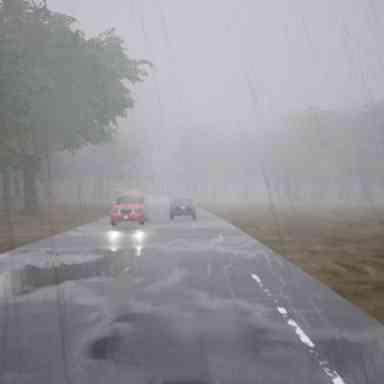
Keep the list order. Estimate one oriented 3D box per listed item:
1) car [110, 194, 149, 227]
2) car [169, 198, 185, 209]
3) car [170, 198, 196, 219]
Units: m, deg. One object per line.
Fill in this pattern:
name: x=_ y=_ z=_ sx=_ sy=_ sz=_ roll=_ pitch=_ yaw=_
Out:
car: x=-4.221 y=1.198 z=23.258 sx=2.150 sy=2.045 sz=5.566 roll=0 pitch=0 yaw=-3
car: x=-2.049 y=1.522 z=44.924 sx=1.895 sy=1.301 sz=4.718 roll=0 pitch=0 yaw=-5
car: x=-0.833 y=1.309 z=28.751 sx=2.097 sy=1.767 sz=4.553 roll=0 pitch=0 yaw=-3
